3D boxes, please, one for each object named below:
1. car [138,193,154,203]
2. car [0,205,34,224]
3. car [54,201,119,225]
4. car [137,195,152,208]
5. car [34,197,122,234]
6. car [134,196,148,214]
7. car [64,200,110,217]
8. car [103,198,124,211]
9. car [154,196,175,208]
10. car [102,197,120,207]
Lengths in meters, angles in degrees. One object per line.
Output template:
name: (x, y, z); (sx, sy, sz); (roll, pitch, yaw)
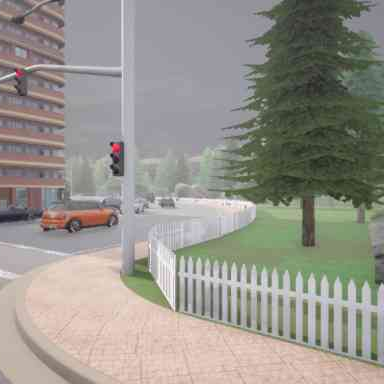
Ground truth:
car: (-9.593, 1.166, 66.456); (2.150, 2.045, 5.566); (0, 0, -40)
car: (-12.708, 1.545, 22.629); (1.895, 1.301, 4.718); (0, 0, 23)
car: (-7.822, 1.492, 25.309); (2.033, 1.411, 5.357); (0, 0, 17)
car: (-6.943, 1.470, 44.943); (1.812, 1.442, 4.674); (0, 0, -13)
car: (-6.325, 1.296, 19.263); (2.097, 1.767, 4.553); (0, 0, 26)
car: (-6.189, 1.470, 34.752); (1.812, 1.442, 4.674); (0, 0, 3)
car: (-9.904, 1.492, 31.861); (2.033, 1.411, 5.357); (0, 0, 8)
car: (-9.813, 1.492, 41.935); (2.033, 1.411, 5.357); (0, 0, -7)
car: (-3.717, 1.436, 47.395); (2.128, 1.511, 4.902); (0, 0, -13)
car: (-12.664, 1.508, 51.592); (1.994, 1.385, 4.181); (0, 0, -24)
